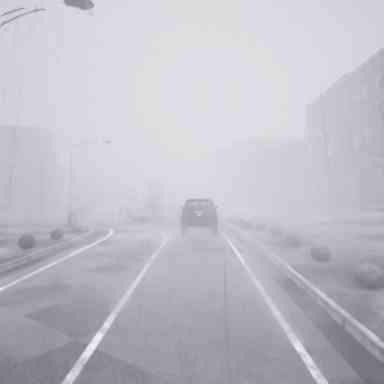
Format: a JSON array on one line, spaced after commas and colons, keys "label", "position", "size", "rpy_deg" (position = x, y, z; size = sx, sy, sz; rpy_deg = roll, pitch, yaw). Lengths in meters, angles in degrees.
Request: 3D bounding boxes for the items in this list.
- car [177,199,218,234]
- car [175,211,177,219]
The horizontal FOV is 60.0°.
[{"label": "car", "position": [0.443, 1.456, 21.077], "size": [2.150, 2.045, 5.566], "rpy_deg": [0, -2, 1]}, {"label": "car", "position": [-0.985, 2.820, 42.117], "size": [2.128, 1.511, 4.902], "rpy_deg": [0, 0, -10]}]
